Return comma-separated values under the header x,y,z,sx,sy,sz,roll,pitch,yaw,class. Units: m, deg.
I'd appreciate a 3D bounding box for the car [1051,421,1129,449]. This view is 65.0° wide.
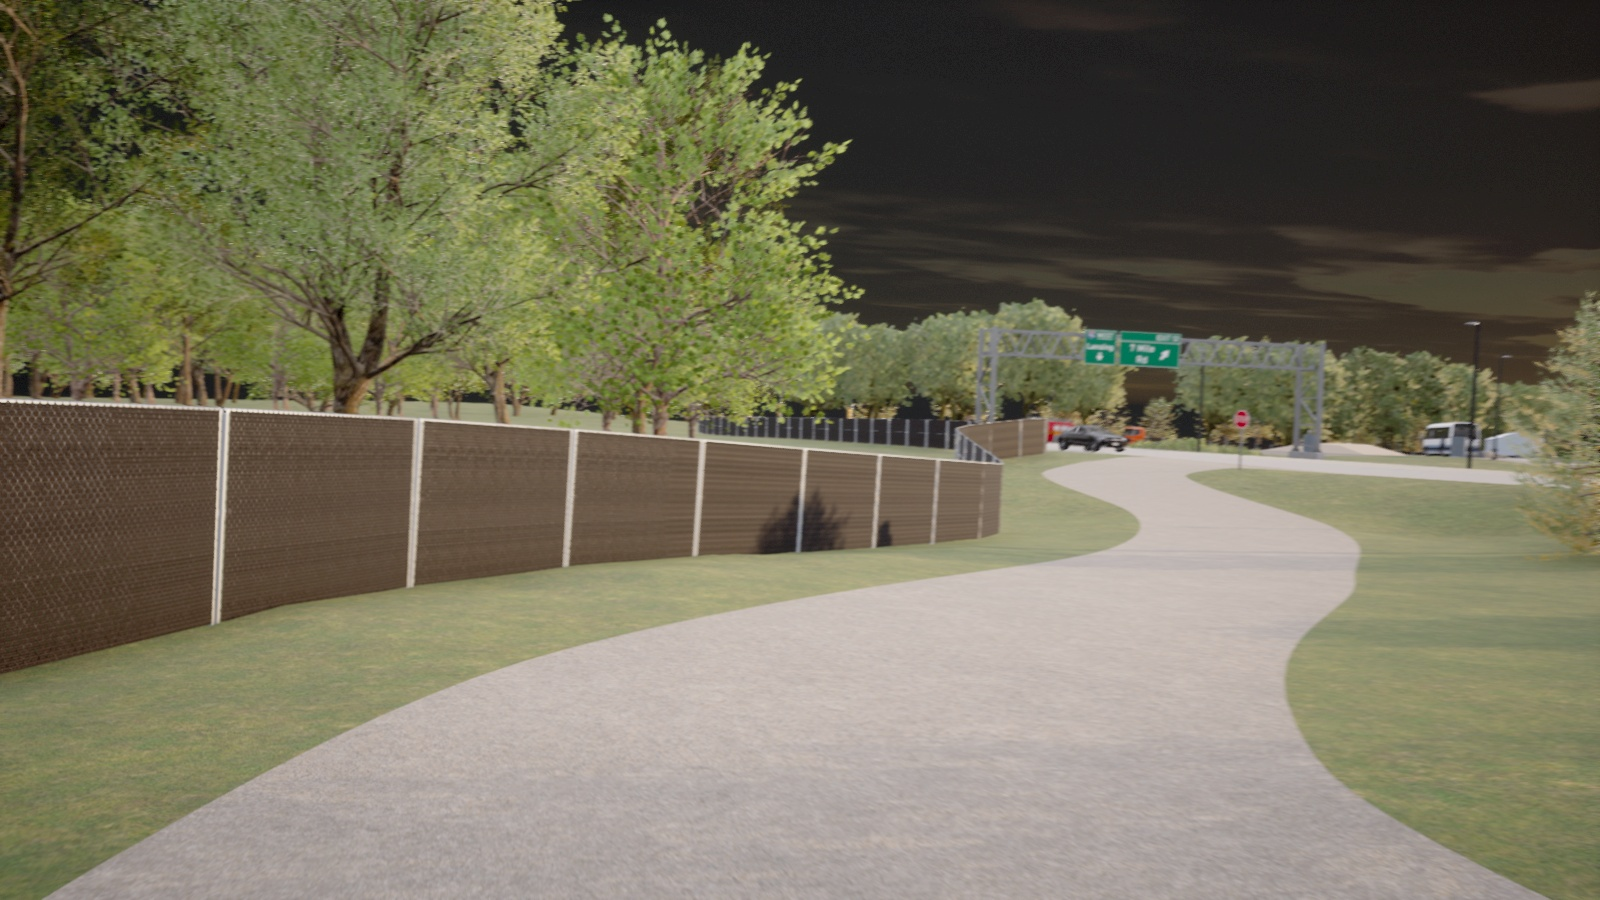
x,y,z,sx,sy,sz,roll,pitch,yaw,class
17.977,-0.974,78.098,2.152,1.651,5.027,1,1,-22,car
